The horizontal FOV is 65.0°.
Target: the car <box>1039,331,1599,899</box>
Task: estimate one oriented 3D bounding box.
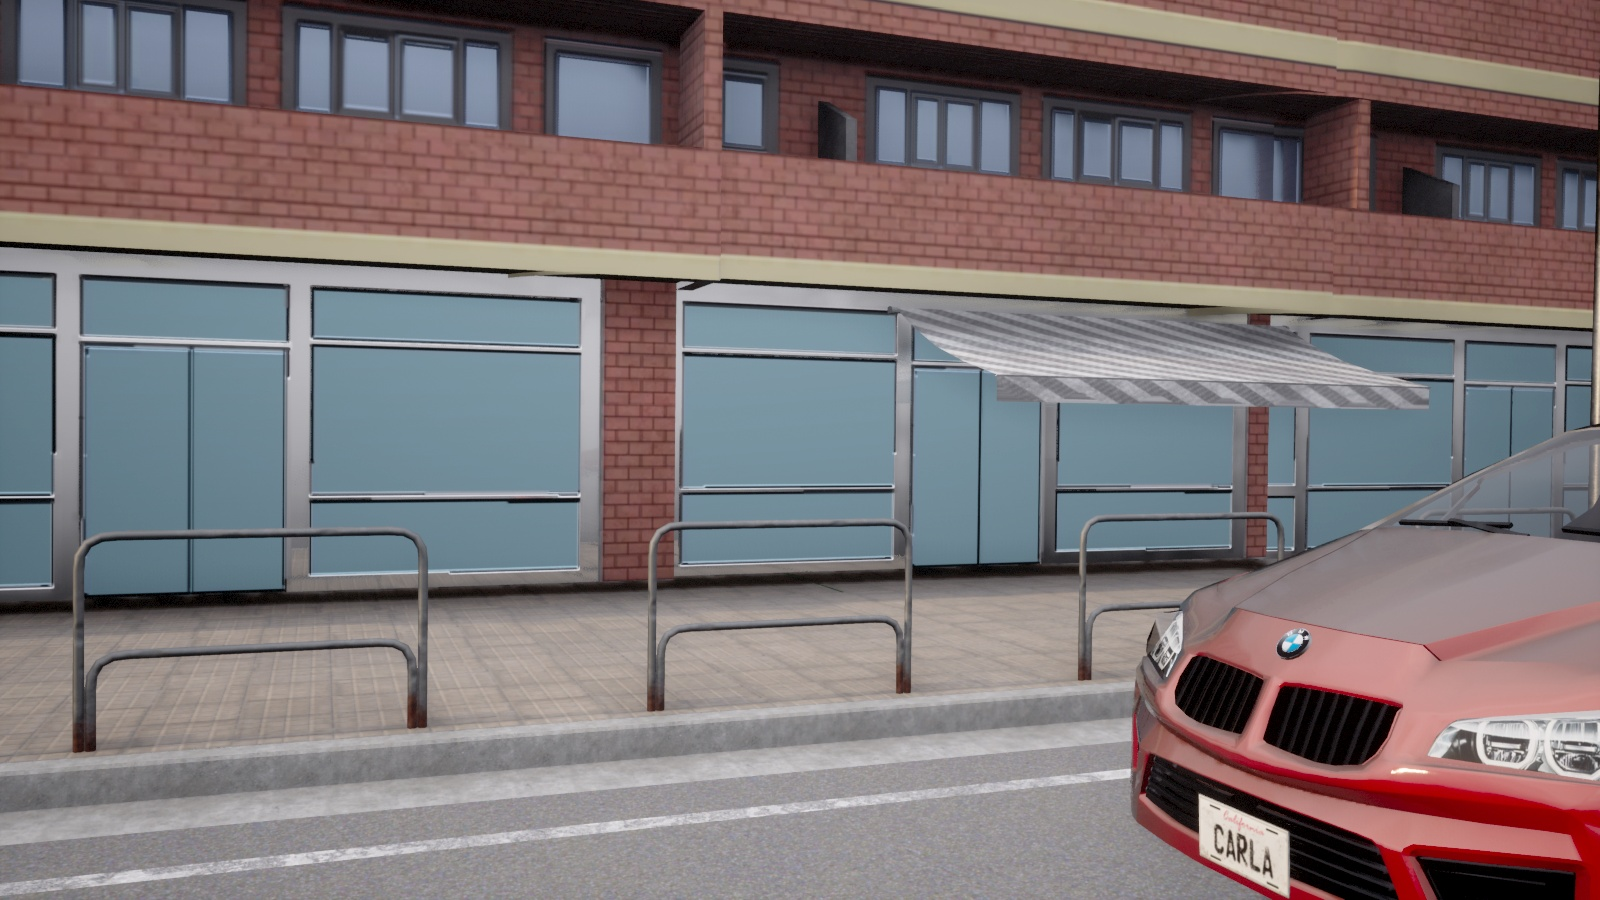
[{"bbox_3d":[3.469,0.531,4.556,4.611,1.667,2.242,-1,1,-21],"label":"car"}]
